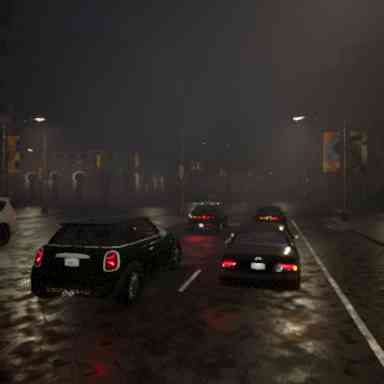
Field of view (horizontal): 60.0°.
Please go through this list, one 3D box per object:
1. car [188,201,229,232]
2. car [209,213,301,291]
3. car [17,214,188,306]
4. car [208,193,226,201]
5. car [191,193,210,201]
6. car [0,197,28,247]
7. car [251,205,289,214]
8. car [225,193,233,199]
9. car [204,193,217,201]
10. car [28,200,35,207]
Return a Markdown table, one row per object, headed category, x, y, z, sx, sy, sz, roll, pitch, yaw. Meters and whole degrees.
| category | x | y | z | sx | sy | sz | roll | pitch | yaw |
| --- | --- | --- | --- | --- | --- | --- | --- | --- | --- |
| car | 1.059 | 1.517 | 19.956 | 1.837 | 1.490 | 4.892 | 0 | 0 | 14 |
| car | 1.954 | 1.554 | 9.181 | 2.033 | 1.411 | 5.357 | 0 | 0 | 14 |
| car | -1.773 | 1.356 | 8.379 | 2.097 | 1.767 | 4.553 | 0 | 0 | 14 |
| car | 5.433 | 1.583 | 71.888 | 2.033 | 1.411 | 5.357 | 0 | 0 | 14 |
| car | 2.023 | 1.267 | 72.673 | 2.150 | 2.045 | 5.566 | 0 | 0 | 14 |
| car | -9.197 | 1.223 | 12.472 | 2.150 | 2.045 | 5.566 | 0 | 0 | 14 |
| car | 4.497 | 1.518 | 19.267 | 1.837 | 1.490 | 4.892 | 0 | 0 | 14 |
| car | 8.151 | 1.276 | 82.991 | 2.150 | 2.045 | 5.566 | 0 | 0 | 14 |
| car | 4.753 | 1.275 | 83.831 | 2.150 | 2.045 | 5.566 | 0 | 0 | 14 |
| car | -26.399 | 1.518 | 50.581 | 4.892 | 1.490 | 1.837 | 0 | 0 | 14 |
